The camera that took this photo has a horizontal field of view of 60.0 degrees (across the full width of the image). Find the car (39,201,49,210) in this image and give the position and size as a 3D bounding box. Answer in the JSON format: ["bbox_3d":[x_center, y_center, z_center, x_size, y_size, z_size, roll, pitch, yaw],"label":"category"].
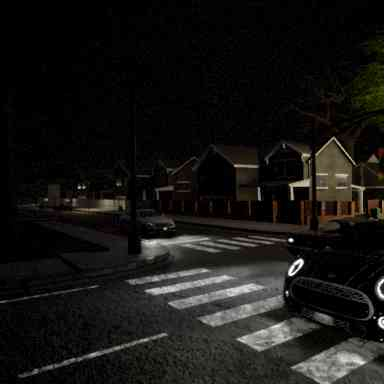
[{"bbox_3d":[-24.231,2.186,55.542,1.994,1.385,4.181,-1,0,-35],"label":"car"}]

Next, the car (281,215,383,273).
[{"bbox_3d":[5.396,1.616,11.480,4.718,1.301,1.895,-1,-1,-35],"label":"car"}]

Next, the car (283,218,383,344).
[{"bbox_3d":[3.851,1.350,6.394,4.553,1.767,2.097,0,0,-35],"label":"car"}]

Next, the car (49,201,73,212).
[{"bbox_3d":[-18.255,1.984,47.013,2.128,1.511,4.902,-1,0,-34],"label":"car"}]

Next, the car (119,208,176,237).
[{"bbox_3d":[-2.792,1.718,19.750,1.812,1.442,4.674,-1,0,-35],"label":"car"}]
